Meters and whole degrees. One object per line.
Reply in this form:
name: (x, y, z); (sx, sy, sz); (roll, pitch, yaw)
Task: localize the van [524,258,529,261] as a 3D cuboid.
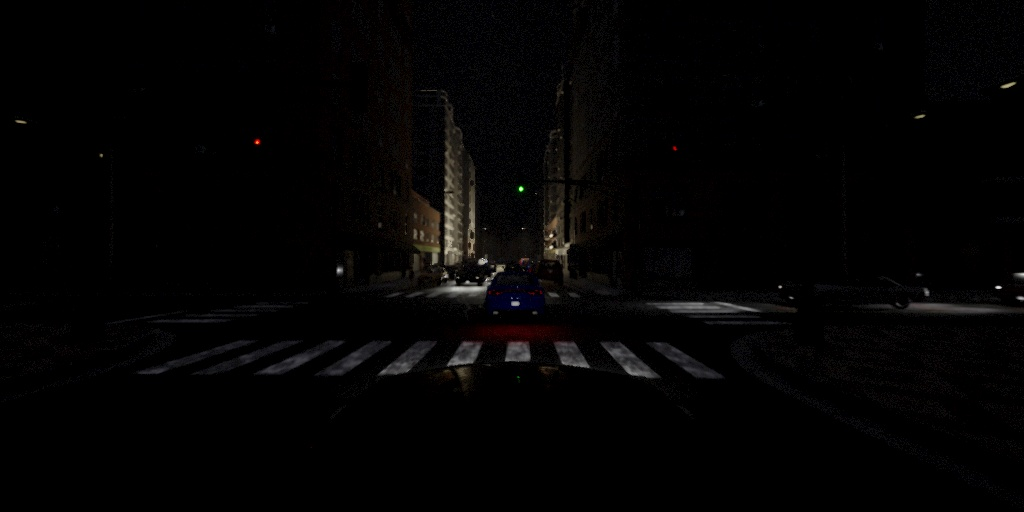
van: (2.671, 1.312, 44.160); (1.690, 1.789, 3.998); (0, 0, 0)

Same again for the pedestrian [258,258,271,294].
pedestrian: (-12.550, 0.976, 18.175); (0.375, 1.860, 0.375); (0, 0, 1)

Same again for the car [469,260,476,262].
car: (-5.854, 1.497, 44.013); (1.751, 1.417, 4.829); (0, 0, 0)

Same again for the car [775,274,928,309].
car: (13.704, 1.413, 14.726); (4.718, 1.301, 1.895); (0, 0, 1)

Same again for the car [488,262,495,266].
car: (-3.079, 1.539, 37.509); (1.895, 1.301, 4.718); (0, 0, 0)

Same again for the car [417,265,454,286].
car: (-5.856, 1.412, 27.048); (1.751, 1.417, 4.829); (0, 0, 0)

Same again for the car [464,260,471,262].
car: (-5.855, 1.469, 38.358); (1.751, 1.417, 4.829); (0, 0, 0)

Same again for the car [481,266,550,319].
car: (0.101, 1.274, 13.046); (1.882, 1.535, 5.008); (0, 0, 0)

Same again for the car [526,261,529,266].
car: (2.671, 1.488, 38.503); (1.888, 1.381, 4.507); (0, 0, 0)

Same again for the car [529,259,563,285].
car: (2.670, 1.201, 27.190); (2.192, 1.841, 5.009); (0, 0, 0)

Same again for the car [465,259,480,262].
car: (-5.854, 1.313, 49.839); (2.192, 1.841, 5.009); (0, 0, 0)

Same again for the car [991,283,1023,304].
car: (22.945, 1.416, 14.594); (4.718, 1.301, 1.895); (0, 0, 1)

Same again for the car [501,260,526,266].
car: (0.103, 1.426, 34.036); (1.837, 1.490, 4.892); (0, 0, 0)

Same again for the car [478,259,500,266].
car: (-3.038, 1.538, 48.168); (2.033, 1.411, 5.357); (0, 0, 0)

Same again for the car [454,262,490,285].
car: (-3.096, 1.436, 27.597); (2.033, 1.411, 5.357); (0, 0, 0)
